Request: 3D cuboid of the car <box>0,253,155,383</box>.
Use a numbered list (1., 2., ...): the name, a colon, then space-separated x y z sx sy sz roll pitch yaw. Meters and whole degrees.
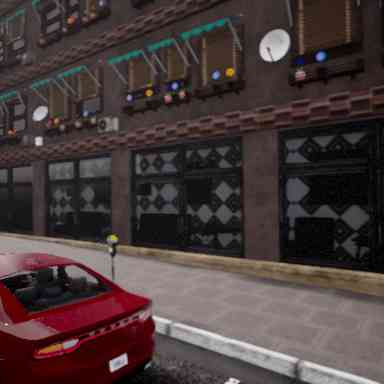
1. car: -2.530 1.515 4.548 4.507 1.381 1.887 0 -1 36
